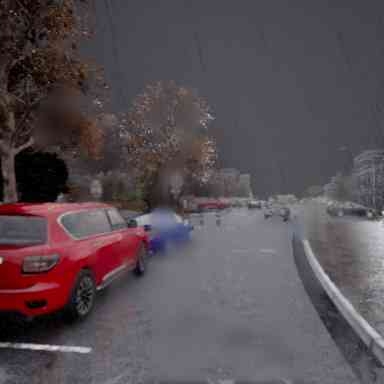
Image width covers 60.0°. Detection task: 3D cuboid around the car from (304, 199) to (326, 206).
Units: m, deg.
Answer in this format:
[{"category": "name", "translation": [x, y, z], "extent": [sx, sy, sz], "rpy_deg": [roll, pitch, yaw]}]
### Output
[{"category": "car", "translation": [29.832, 2.519, 80.941], "extent": [4.553, 1.767, 2.185], "rpy_deg": [1, -1, -4]}]

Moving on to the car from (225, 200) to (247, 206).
[{"category": "car", "translation": [10.245, 2.576, 77.595], "extent": [4.674, 1.452, 2.002], "rpy_deg": [-1, -1, -4]}]

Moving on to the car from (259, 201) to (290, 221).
[{"category": "car", "translation": [7.343, 1.686, 28.528], "extent": [2.033, 1.411, 5.357], "rpy_deg": [0, -2, 19]}]

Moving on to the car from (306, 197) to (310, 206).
[{"category": "car", "translation": [23.202, 2.088, 58.437], "extent": [4.553, 1.767, 2.185], "rpy_deg": [1, -1, -4]}]

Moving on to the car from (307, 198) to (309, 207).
[{"category": "car", "translation": [21.482, 2.145, 52.805], "extent": [4.792, 1.488, 2.163], "rpy_deg": [1, 0, -4]}]

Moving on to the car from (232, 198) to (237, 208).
[{"category": "car", "translation": [5.281, 2.100, 60.661], "extent": [4.553, 1.767, 2.185], "rpy_deg": [-1, -1, -4]}]

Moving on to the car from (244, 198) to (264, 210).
[{"category": "car", "translation": [10.559, 2.150, 56.212], "extent": [1.882, 1.535, 5.008], "rpy_deg": [0, -1, 17]}]

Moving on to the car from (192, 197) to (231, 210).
[{"category": "car", "translation": [2.783, 1.830, 52.195], "extent": [5.566, 2.045, 2.435], "rpy_deg": [-1, -1, -4]}]

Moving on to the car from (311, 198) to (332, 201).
[{"category": "car", "translation": [19.210, 1.971, 44.384], "extent": [5.366, 1.575, 1.946], "rpy_deg": [1, -1, -4]}]

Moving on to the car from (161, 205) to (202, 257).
[{"category": "car", "translation": [-1.316, 1.524, 13.383], "extent": [2.097, 1.535, 5.008], "rpy_deg": [0, 0, 15]}]

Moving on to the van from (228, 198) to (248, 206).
[{"category": "van", "translation": [11.187, 2.367, 80.442], "extent": [4.442, 1.987, 1.878], "rpy_deg": [-1, -2, -4]}]

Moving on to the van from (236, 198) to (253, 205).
[{"category": "van", "translation": [14.514, 2.606, 91.736], "extent": [4.442, 1.987, 1.878], "rpy_deg": [-1, -2, -4]}]

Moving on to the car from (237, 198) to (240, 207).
[{"category": "car", "translation": [6.055, 2.305, 63.477], "extent": [4.792, 1.488, 2.163], "rpy_deg": [-1, -1, -4]}]

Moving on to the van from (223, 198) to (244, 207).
[{"category": "van", "translation": [9.292, 2.258, 74.771], "extent": [4.442, 1.987, 1.878], "rpy_deg": [-1, -1, -4]}]

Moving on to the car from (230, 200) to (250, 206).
[{"category": "car", "translation": [11.903, 2.692, 83.250], "extent": [4.674, 1.452, 2.002], "rpy_deg": [-1, -2, -4]}]

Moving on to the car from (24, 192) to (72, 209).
[{"category": "car", "translation": [-15.562, 0.922, 35.922], "extent": [4.674, 1.442, 1.812], "rpy_deg": [3, -1, 18]}]

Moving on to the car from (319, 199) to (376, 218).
[{"category": "car", "translation": [15.710, 1.780, 33.116], "extent": [4.892, 1.521, 2.231], "rpy_deg": [1, -1, -4]}]

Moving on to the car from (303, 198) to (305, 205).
[{"category": "car", "translation": [25.649, 2.365, 66.881], "extent": [5.008, 1.535, 2.097], "rpy_deg": [1, -1, -4]}]

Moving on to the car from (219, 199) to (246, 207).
[{"category": "car", "translation": [8.764, 2.424, 71.966], "extent": [5.366, 1.575, 1.946], "rpy_deg": [-1, -1, -4]}]

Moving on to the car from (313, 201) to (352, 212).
[{"category": "car", "translation": [19.857, 2.060, 47.179], "extent": [4.674, 1.452, 2.002], "rpy_deg": [1, 0, -4]}]

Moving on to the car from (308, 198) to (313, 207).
[{"category": "car", "translation": [20.692, 2.069, 49.988], "extent": [4.892, 1.521, 2.231], "rpy_deg": [1, 0, -4]}]

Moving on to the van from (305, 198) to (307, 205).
[{"category": "van", "translation": [24.714, 2.085, 64.056], "extent": [4.442, 1.987, 1.878], "rpy_deg": [1, -1, -4]}]

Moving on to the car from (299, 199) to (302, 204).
[{"category": "car", "translation": [29.001, 2.336, 78.141], "extent": [5.566, 2.045, 2.435], "rpy_deg": [1, -1, -4]}]

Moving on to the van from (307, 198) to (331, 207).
[{"category": "van", "translation": [26.602, 2.195, 69.707], "extent": [4.442, 1.987, 1.878], "rpy_deg": [1, -1, -4]}]

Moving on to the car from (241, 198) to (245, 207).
[{"category": "car", "translation": [7.755, 2.376, 69.126], "extent": [4.892, 1.521, 2.231], "rpy_deg": [-1, -1, -4]}]

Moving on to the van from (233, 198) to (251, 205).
[{"category": "van", "translation": [13.450, 2.547, 88.888], "extent": [4.442, 1.987, 1.878], "rpy_deg": [-1, -1, -4]}]

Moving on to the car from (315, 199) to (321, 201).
[{"category": "car", "translation": [17.376, 1.877, 38.736], "extent": [4.892, 1.521, 2.231], "rpy_deg": [1, 0, -4]}]

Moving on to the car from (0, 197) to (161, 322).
[{"category": "car", "translation": [-2.660, 1.243, 7.542], "extent": [2.435, 2.045, 5.566], "rpy_deg": [0, 0, 9]}]
